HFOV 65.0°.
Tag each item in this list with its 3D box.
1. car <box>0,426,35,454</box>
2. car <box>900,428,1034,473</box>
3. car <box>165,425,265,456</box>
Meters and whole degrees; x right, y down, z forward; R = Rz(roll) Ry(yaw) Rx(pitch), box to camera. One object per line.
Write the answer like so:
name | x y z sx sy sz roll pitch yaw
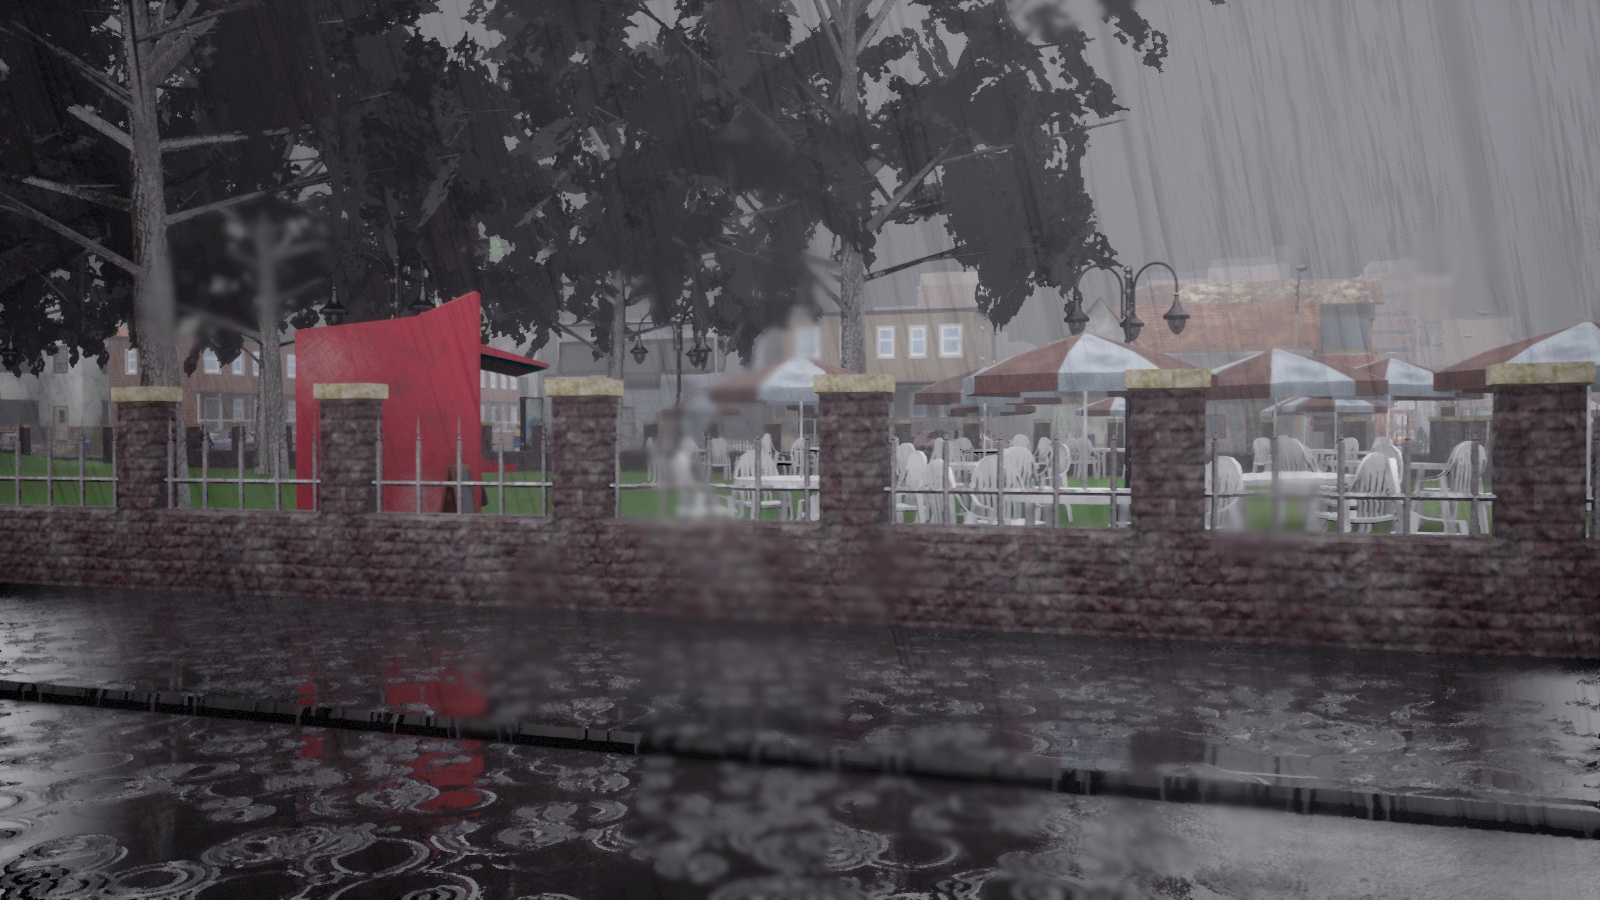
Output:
car | -45.493 -0.586 71.059 3.705 1.549 1.789 0 1 19
car | 6.557 -0.021 49.251 4.856 1.649 2.033 1 1 19
car | -32.865 -0.563 70.677 2.033 1.649 4.856 1 1 29
